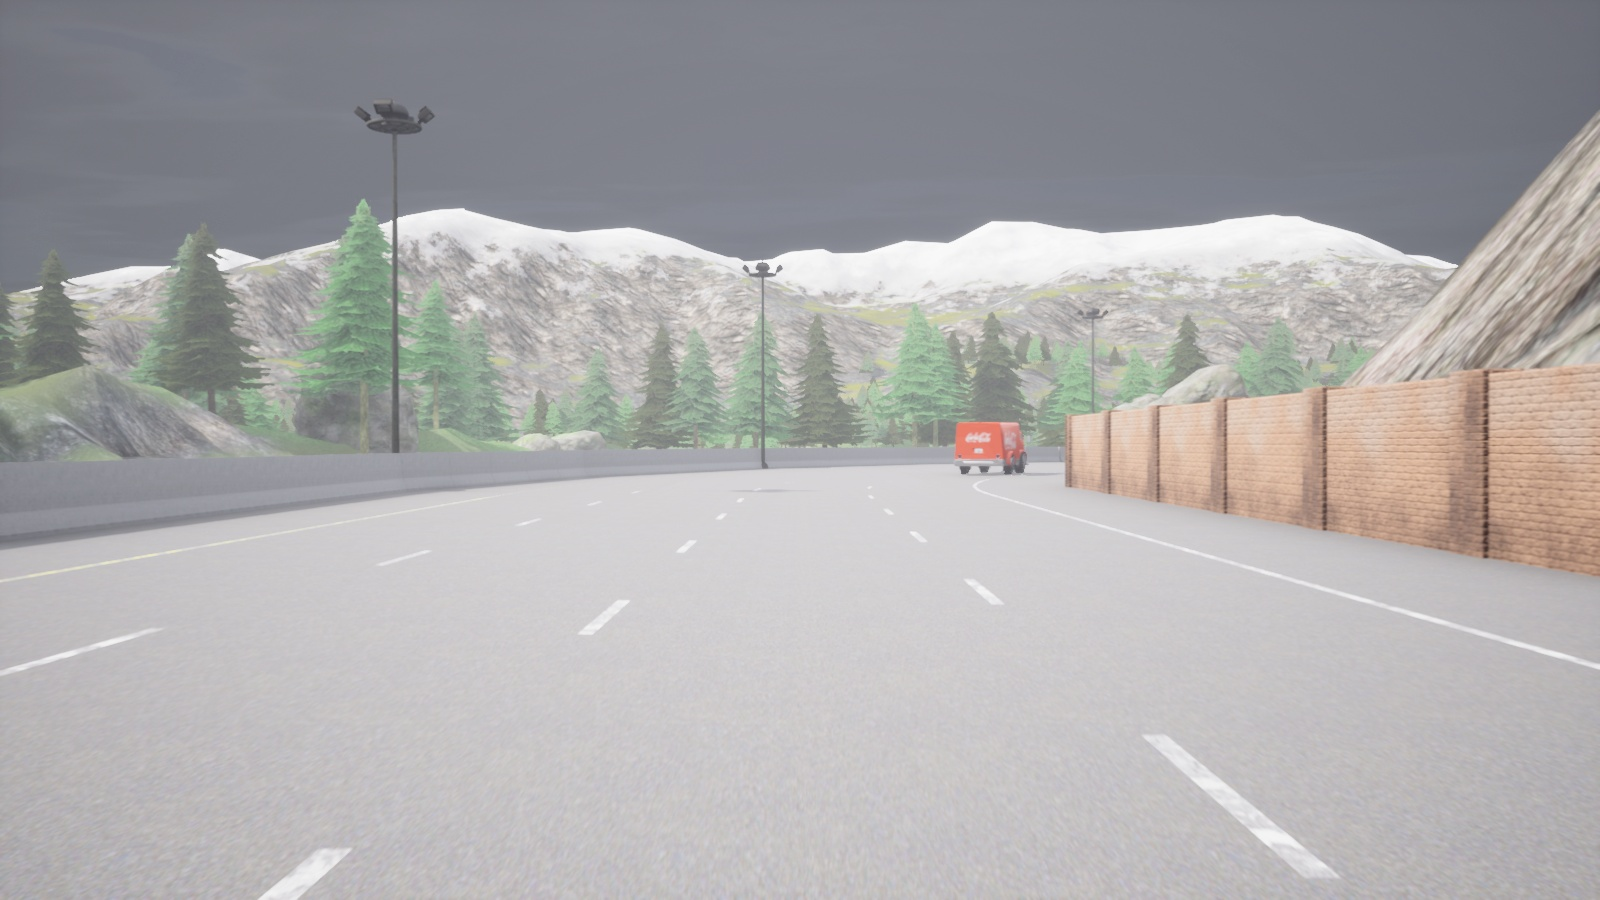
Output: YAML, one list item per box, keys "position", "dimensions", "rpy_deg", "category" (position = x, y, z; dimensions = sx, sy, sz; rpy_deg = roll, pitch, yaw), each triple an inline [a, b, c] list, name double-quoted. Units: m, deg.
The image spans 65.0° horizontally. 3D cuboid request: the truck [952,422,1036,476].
- position: [9.399, -0.073, 60.360]
  dimensions: [2.627, 2.467, 5.204]
  rpy_deg: [0, 0, 25]
  category: "truck"
